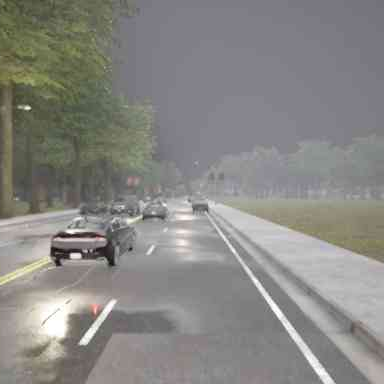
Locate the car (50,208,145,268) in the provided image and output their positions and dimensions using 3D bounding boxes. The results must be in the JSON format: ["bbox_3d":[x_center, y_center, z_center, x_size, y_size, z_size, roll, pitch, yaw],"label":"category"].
[{"bbox_3d":[-3.151,1.532,11.439,2.128,1.511,4.902,0,0,0],"label":"car"}]

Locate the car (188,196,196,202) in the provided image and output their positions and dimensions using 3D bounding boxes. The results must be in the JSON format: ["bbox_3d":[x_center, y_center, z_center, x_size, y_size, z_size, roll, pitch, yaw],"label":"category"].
[{"bbox_3d":[-0.010,1.907,91.198,1.994,1.385,4.181,0,0,0],"label":"car"}]

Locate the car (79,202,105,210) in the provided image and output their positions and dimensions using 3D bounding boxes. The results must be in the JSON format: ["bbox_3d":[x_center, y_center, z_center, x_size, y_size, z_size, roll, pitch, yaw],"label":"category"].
[{"bbox_3d":[-9.850,1.682,33.867,2.033,1.411,5.357,0,0,0],"label":"car"}]

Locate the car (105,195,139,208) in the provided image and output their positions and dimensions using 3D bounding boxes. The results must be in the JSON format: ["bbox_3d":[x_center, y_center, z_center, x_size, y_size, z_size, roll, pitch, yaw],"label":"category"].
[{"bbox_3d":[-6.599,1.351,33.015,2.150,2.045,5.566,0,0,0],"label":"car"}]

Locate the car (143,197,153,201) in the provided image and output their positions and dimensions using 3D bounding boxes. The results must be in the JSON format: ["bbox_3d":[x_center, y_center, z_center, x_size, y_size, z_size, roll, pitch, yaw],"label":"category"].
[{"bbox_3d":[-9.758,1.847,74.781,2.033,1.411,5.357,0,0,0],"label":"car"}]

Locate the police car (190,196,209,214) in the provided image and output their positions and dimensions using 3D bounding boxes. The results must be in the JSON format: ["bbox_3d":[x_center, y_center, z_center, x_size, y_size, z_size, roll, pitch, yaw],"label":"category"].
[{"bbox_3d":[0.971,1.581,38.555,1.930,1.638,5.238,0,0,0],"label":"police car"}]

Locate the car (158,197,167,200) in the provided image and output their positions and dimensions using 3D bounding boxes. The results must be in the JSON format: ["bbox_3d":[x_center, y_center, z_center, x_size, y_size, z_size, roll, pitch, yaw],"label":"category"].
[{"bbox_3d":[-6.508,1.816,73.021,2.128,1.511,4.902,0,0,0],"label":"car"}]

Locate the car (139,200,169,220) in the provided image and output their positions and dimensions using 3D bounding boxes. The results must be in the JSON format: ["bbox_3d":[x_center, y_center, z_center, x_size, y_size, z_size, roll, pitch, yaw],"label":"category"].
[{"bbox_3d":[-3.153,1.678,29.229,1.994,1.385,4.181,0,0,0],"label":"car"}]

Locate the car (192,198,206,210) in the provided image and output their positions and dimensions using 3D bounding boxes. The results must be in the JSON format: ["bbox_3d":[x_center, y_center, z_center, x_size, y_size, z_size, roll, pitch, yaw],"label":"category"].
[{"bbox_3d":[0.970,1.680,48.445,1.882,1.535,5.008,0,0,0],"label":"car"}]
